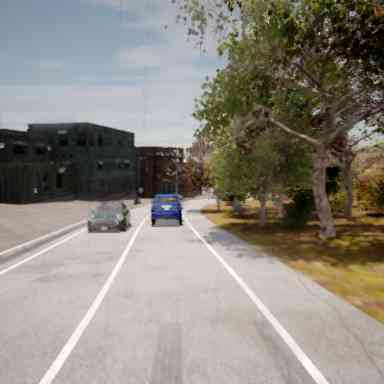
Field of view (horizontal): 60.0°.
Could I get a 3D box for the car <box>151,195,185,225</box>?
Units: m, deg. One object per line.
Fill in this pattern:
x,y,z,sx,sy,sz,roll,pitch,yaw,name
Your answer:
-1.847,1.193,24.434,2.150,2.045,5.566,-1,0,-4,car

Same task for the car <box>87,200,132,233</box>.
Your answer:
-4.909,1.378,20.192,2.097,1.767,4.553,-1,0,-5,car

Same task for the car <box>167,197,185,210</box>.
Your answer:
-2.008,1.400,42.812,1.837,1.490,4.892,0,0,3,car

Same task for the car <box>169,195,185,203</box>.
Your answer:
-2.718,1.259,62.159,1.837,1.490,4.892,1,0,13,car
